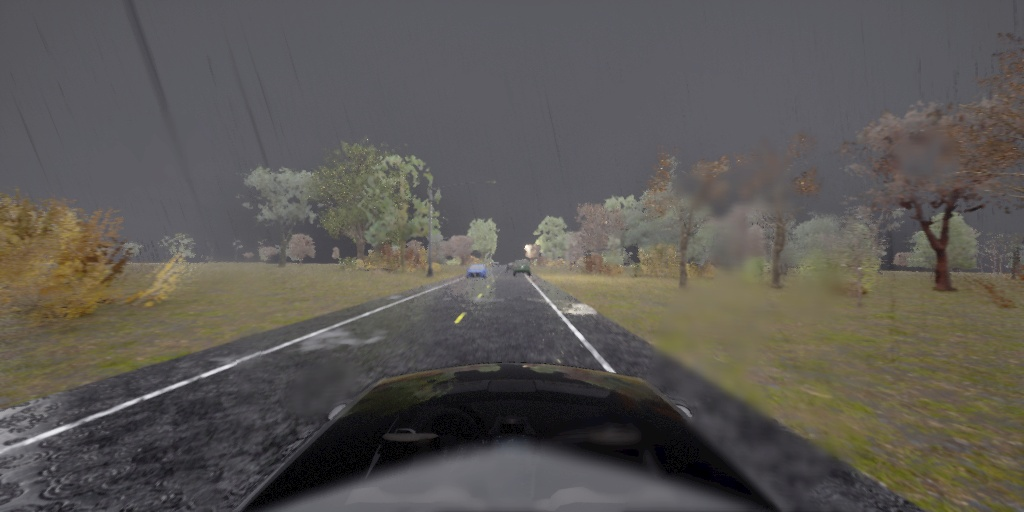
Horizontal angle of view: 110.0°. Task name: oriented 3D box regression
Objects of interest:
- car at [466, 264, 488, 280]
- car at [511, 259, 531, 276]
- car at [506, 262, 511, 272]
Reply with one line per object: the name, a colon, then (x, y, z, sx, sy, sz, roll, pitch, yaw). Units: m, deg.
car: (-3.589, 1.603, 37.418, 1.882, 1.535, 5.008, 0, -1, 0)
car: (1.214, 1.430, 44.357, 2.150, 2.045, 5.566, 0, -1, 0)
car: (-0.015, 1.902, 62.124, 1.882, 1.535, 5.008, 0, -1, 0)
